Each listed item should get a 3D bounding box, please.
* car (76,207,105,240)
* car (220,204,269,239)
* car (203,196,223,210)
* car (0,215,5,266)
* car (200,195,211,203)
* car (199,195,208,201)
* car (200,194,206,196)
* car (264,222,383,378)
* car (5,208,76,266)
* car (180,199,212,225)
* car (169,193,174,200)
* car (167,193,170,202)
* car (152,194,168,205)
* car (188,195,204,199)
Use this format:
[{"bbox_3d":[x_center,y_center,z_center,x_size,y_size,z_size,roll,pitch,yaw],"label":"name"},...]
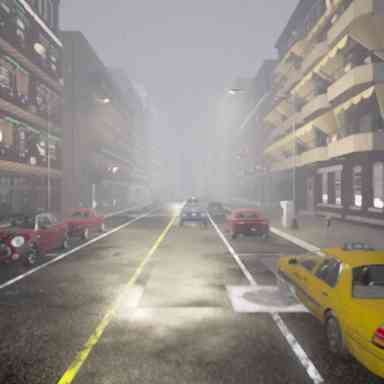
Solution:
[{"bbox_3d":[-5.686,1.507,16.807,1.887,1.381,4.507,0,0,0],"label":"car"},{"bbox_3d":[2.694,1.506,16.800,1.887,1.381,4.507,0,0,0],"label":"car"},{"bbox_3d":[2.700,1.459,39.345,2.008,1.369,4.403,0,0,0],"label":"car"},{"bbox_3d":[-5.687,1.303,5.533,2.192,1.841,5.009,0,0,0],"label":"car"},{"bbox_3d":[2.706,1.405,67.526,1.947,1.339,4.313,0,0,0],"label":"car"},{"bbox_3d":[2.708,1.393,78.798,1.802,1.307,4.206,0,0,0],"label":"car"},{"bbox_3d":[2.705,1.378,62.059,1.752,1.417,4.829,0,0,0],"label":"car"},{"bbox_3d":[2.692,1.512,5.698,1.752,1.417,4.829,0,0,0],"label":"car"},{"bbox_3d":[-5.687,1.415,11.169,1.967,1.590,4.097,0,0,0],"label":"car"},{"bbox_3d":[0.104,1.492,23.568,2.033,1.411,5.357,0,0,0],"label":"car"},{"bbox_3d":[-5.674,1.371,73.168,1.887,1.381,4.507,0,0,0],"label":"car"},{"bbox_3d":[-5.677,1.405,61.896,2.008,1.369,4.403,0,0,0],"label":"car"},{"bbox_3d":[-5.677,1.419,56.259,2.008,1.369,4.403,0,0,0],"label":"car"},{"bbox_3d":[0.108,1.450,41.753,2.033,1.411,5.357,0,0,0],"label":"car"}]
